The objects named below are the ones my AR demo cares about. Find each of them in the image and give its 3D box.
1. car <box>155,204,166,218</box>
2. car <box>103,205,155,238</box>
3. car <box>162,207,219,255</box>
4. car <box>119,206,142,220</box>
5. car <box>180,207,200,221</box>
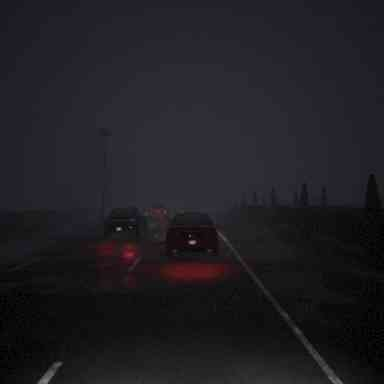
[{"bbox_3d":[-3.727,2.308,38.225,2.097,1.767,4.553,0,-5,-1],"label":"car"},{"bbox_3d":[-3.556,1.595,18.500,2.128,1.511,4.902,0,0,-1],"label":"car"},{"bbox_3d":[-0.012,1.547,13.616,1.882,1.535,5.008,0,0,-1],"label":"car"},{"bbox_3d":[-7.242,2.567,39.615,1.882,1.535,5.008,0,-5,0],"label":"car"},{"bbox_3d":[-0.193,2.243,34.223,1.895,1.301,4.718,0,-4,-1],"label":"car"}]
